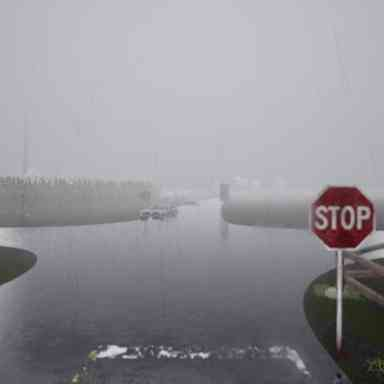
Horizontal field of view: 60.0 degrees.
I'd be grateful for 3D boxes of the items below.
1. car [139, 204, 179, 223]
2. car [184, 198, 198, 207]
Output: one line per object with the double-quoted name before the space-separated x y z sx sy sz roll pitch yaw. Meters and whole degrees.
"car" -2.464 1.590 25.942 1.895 1.301 4.718 0 0 13
"car" -0.146 1.553 50.757 1.895 1.301 4.718 0 0 6
